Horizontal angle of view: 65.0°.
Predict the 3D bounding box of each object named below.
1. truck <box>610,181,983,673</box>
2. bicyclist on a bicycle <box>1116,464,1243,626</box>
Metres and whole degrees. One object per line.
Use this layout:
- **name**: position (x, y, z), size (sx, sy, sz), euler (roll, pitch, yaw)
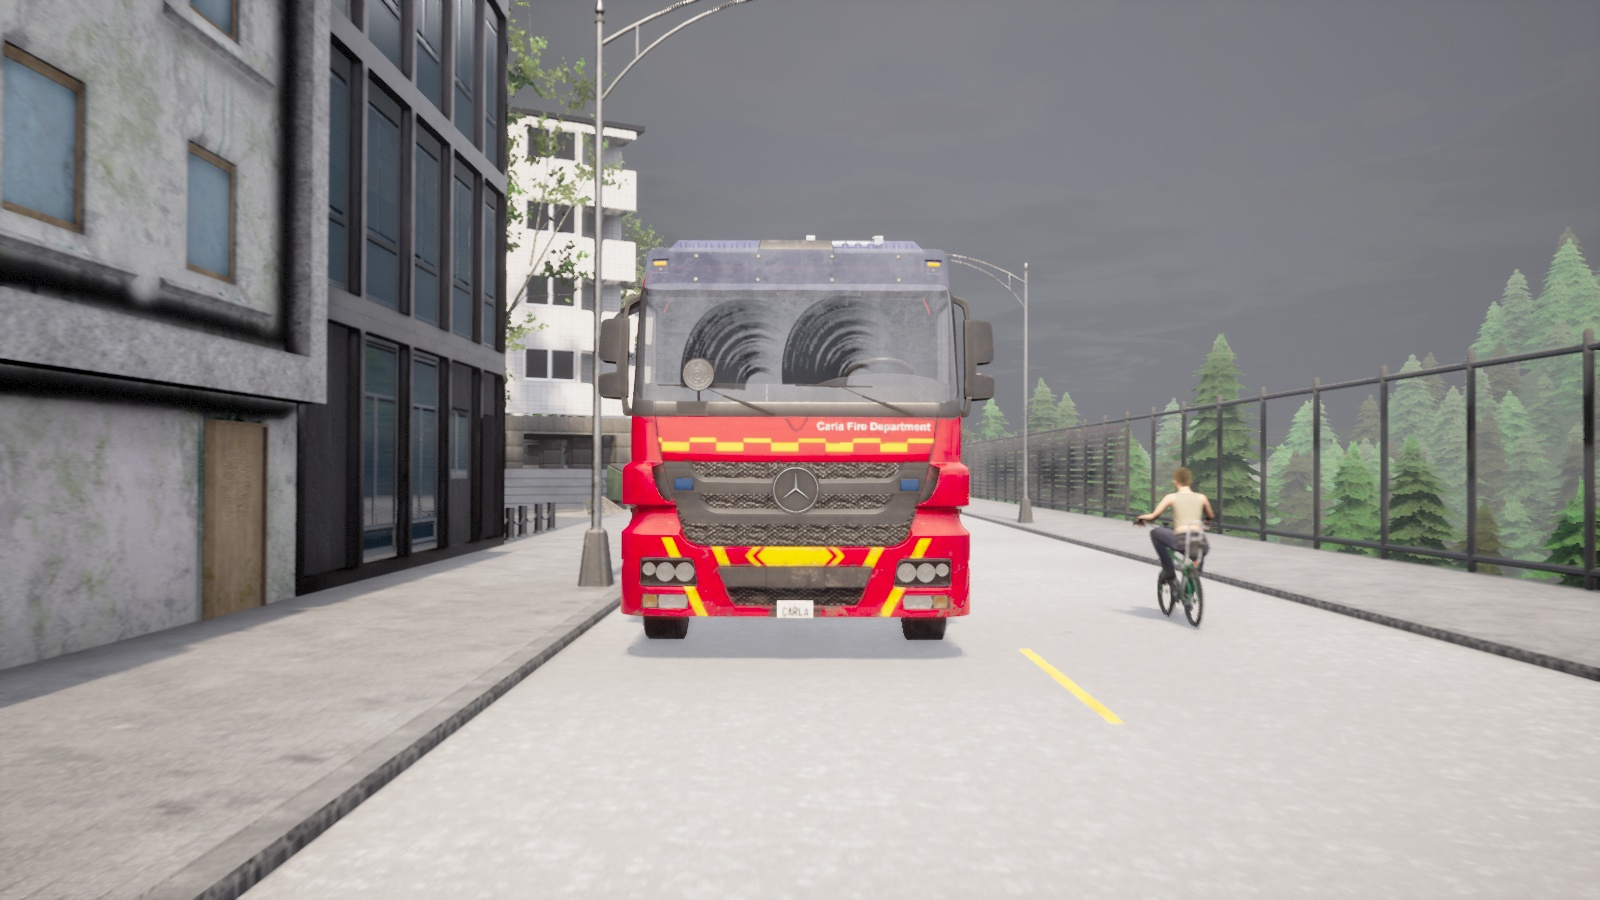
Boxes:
- **truck**: position (-0.041, -0.115, 14.009), size (2.891, 3.827, 8.468), euler (0, -1, 0)
- **bicyclist on a bicycle**: position (3.960, 0.957, 13.235), size (0.866, 1.612, 1.509), euler (0, -1, 0)
